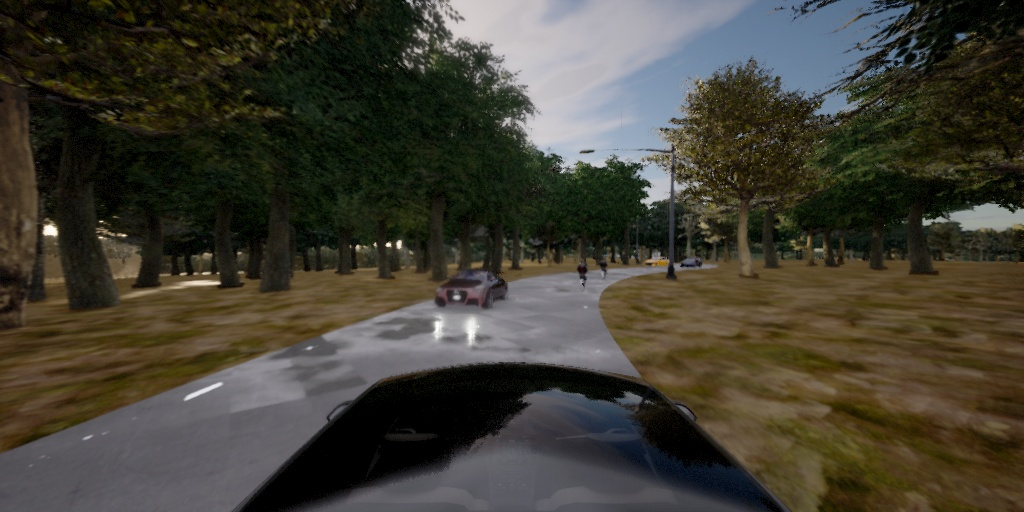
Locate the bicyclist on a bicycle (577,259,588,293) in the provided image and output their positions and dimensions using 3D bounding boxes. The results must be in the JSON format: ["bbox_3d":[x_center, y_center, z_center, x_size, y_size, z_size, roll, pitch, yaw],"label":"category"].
[{"bbox_3d":[3.829,1.066,19.384,0.659,1.776,1.843,1,1,17],"label":"bicyclist on a bicycle"}]

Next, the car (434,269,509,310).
[{"bbox_3d":[-1.473,1.239,14.394,1.994,1.385,4.181,1,0,13],"label":"car"}]

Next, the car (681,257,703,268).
[{"bbox_3d":[26.414,0.992,52.625,1.994,1.385,4.181,1,1,43],"label":"car"}]

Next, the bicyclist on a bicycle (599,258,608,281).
[{"bbox_3d":[7.035,1.006,27.397,0.659,1.776,1.843,1,1,26],"label":"bicyclist on a bicycle"}]

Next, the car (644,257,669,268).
[{"bbox_3d":[20.625,0.886,51.182,5.008,1.535,1.882,0,1,-43],"label":"car"}]
